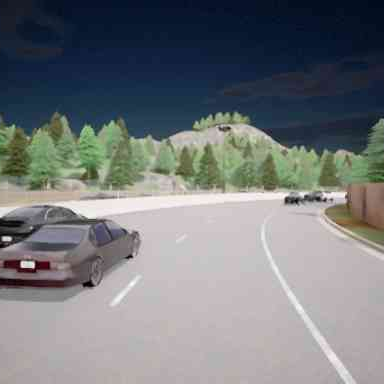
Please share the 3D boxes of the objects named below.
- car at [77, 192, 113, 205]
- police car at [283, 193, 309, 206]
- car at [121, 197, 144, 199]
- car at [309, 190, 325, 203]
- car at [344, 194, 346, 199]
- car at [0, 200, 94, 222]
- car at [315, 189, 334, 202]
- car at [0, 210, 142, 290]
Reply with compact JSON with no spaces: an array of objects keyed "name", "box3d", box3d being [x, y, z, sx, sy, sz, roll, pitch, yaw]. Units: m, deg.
[{"name":"car","box3d":[-12.138,0.812,41.979,1.812,1.442,4.674,1,1,24]},{"name":"police car","box3d":[13.724,0.893,44.377,1.930,1.638,5.238,1,1,31]},{"name":"car","box3d":[-5.852,0.928,39.115,2.033,1.411,5.357,1,1,23]},{"name":"car","box3d":[18.523,0.910,51.478,1.837,1.490,4.892,1,1,37]},{"name":"car","box3d":[32.965,0.723,68.134,4.181,1.385,1.994,0,1,-38]},{"name":"car","box3d":[-5.710,1.262,13.272,1.837,1.490,4.892,0,1,8]},{"name":"car","box3d":[21.792,0.596,55.570,2.150,2.045,5.566,1,1,40]},{"name":"car","box3d":[-2.848,1.394,8.812,2.033,1.411,5.357,1,1,6]}]
